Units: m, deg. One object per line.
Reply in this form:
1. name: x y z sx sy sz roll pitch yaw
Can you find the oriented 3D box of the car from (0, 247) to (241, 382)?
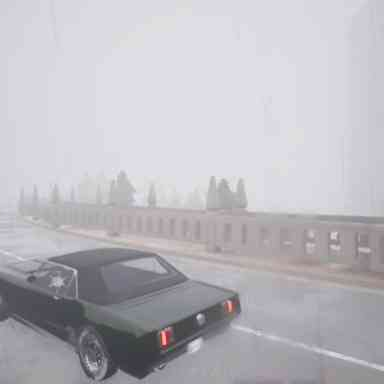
1. car: -1.670 1.610 5.509 4.718 1.301 1.895 0 0 39
